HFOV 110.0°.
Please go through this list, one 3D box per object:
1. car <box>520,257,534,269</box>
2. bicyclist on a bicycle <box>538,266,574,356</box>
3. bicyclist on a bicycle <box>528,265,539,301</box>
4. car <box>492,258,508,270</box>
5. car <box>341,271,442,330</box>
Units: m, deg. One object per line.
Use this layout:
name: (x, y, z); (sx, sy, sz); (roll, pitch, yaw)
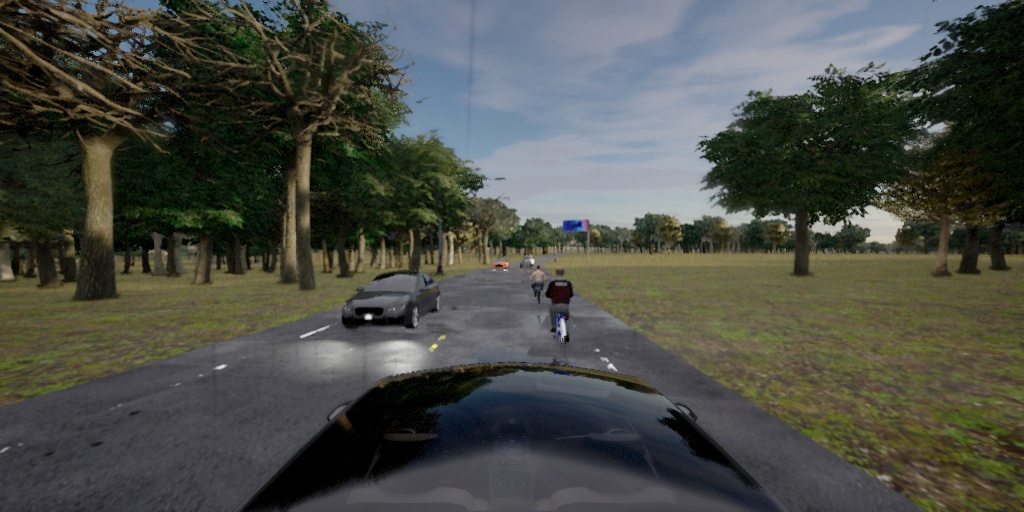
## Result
car: (2.307, 1.285, 59.537); (2.128, 1.511, 4.902); (0, 0, 4)
bicyclist on a bicycle: (1.012, 1.122, 7.719); (0.659, 1.776, 1.843); (0, 0, 1)
bicyclist on a bicycle: (1.128, 1.194, 15.459); (0.866, 1.612, 1.509); (0, 1, 1)
car: (-1.725, 1.145, 54.720); (2.097, 1.767, 4.553); (0, 0, 4)
car: (-3.498, 1.258, 11.256); (1.837, 1.490, 4.892); (0, 0, 1)
